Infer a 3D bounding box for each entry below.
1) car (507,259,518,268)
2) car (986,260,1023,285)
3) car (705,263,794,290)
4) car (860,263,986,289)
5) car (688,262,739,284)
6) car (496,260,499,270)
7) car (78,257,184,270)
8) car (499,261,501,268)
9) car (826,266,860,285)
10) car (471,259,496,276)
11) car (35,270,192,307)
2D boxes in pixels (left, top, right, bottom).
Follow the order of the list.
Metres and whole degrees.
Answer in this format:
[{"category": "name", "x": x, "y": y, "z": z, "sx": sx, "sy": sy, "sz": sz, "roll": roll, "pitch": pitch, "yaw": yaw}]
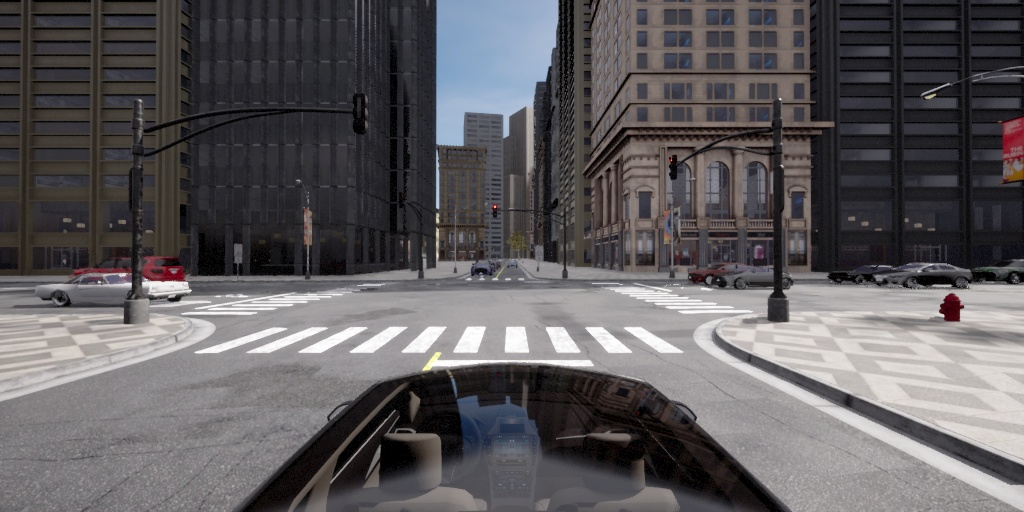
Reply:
[{"category": "car", "x": 0.098, "y": 1.409, "z": 65.169, "sx": 2.033, "sy": 1.411, "sz": 5.357, "roll": 0, "pitch": 0, "yaw": 1}, {"category": "car", "x": 35.019, "y": 1.041, "z": 24.967, "sx": 4.553, "sy": 1.767, "sz": 2.097, "roll": 0, "pitch": 0, "yaw": 0}, {"category": "car", "x": 14.467, "y": 1.278, "z": 21.696, "sx": 4.181, "sy": 1.385, "sz": 1.994, "roll": 0, "pitch": 0, "yaw": 0}, {"category": "car", "x": 24.704, "y": 1.181, "z": 21.712, "sx": 4.902, "sy": 1.511, "sz": 2.128, "roll": 0, "pitch": 0, "yaw": 0}, {"category": "car", "x": 14.892, "y": 1.214, "z": 24.952, "sx": 5.008, "sy": 1.535, "sz": 1.882, "roll": 0, "pitch": 0, "yaw": 0}, {"category": "car", "x": -3.083, "y": 1.375, "z": 46.363, "sx": 1.994, "sy": 1.385, "sz": 4.181, "roll": 0, "pitch": 0, "yaw": 0}, {"category": "car", "x": -23.075, "y": 1.063, "z": 21.646, "sx": 5.566, "sy": 2.045, "sz": 2.150, "roll": 0, "pitch": 0, "yaw": 0}, {"category": "car", "x": -3.084, "y": 1.397, "z": 55.394, "sx": 1.994, "sy": 1.385, "sz": 4.181, "roll": 0, "pitch": 0, "yaw": 0}, {"category": "car", "x": 24.944, "y": 1.313, "z": 24.966, "sx": 4.718, "sy": 1.301, "sz": 1.895, "roll": 0, "pitch": 0, "yaw": 0}, {"category": "car", "x": -3.068, "y": 1.143, "z": 37.561, "sx": 2.097, "sy": 1.767, "sz": 4.553, "roll": 0, "pitch": 0, "yaw": 0}, {"category": "car", "x": -16.383, "y": 1.365, "z": 14.952, "sx": 4.718, "sy": 1.301, "sz": 1.895, "roll": 0, "pitch": 0, "yaw": 0}]
